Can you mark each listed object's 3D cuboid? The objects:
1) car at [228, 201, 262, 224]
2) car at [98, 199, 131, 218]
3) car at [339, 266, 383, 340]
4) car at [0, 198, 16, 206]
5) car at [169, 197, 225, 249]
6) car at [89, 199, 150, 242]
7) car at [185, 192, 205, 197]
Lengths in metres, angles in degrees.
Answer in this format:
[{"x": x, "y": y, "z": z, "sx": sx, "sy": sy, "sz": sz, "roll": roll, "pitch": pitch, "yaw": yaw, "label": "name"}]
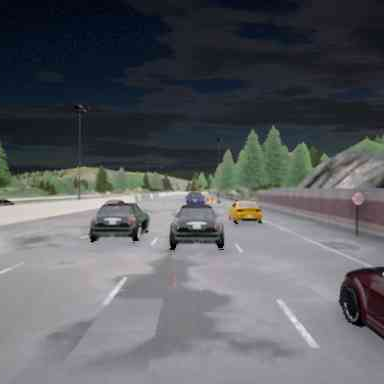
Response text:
[{"x": 3.755, "y": 1.379, "z": 24.029, "sx": 1.882, "sy": 1.535, "sz": 5.008, "roll": 0, "pitch": 0, "yaw": 0, "label": "car"}, {"x": -6.708, "y": 1.379, "z": 29.258, "sx": 1.812, "sy": 1.442, "sz": 4.674, "roll": 0, "pitch": 0, "yaw": 0, "label": "car"}, {"x": 3.646, "y": 1.553, "z": 4.343, "sx": 1.994, "sy": 1.385, "sz": 4.181, "roll": 0, "pitch": 0, "yaw": 0, "label": "car"}, {"x": -17.326, "y": 1.337, "z": 29.070, "sx": 1.837, "sy": 1.490, "sz": 4.892, "roll": 0, "pitch": 0, "yaw": 1, "label": "car"}, {"x": 0.193, "y": 1.287, "z": 14.376, "sx": 2.097, "sy": 1.767, "sz": 4.553, "roll": 0, "pitch": 0, "yaw": 0, "label": "car"}, {"x": -3.297, "y": 1.272, "z": 15.979, "sx": 2.097, "sy": 1.767, "sz": 4.553, "roll": 0, "pitch": 0, "yaw": 0, "label": "car"}, {"x": 0.359, "y": 1.050, "z": 38.723, "sx": 2.150, "sy": 2.045, "sz": 5.566, "roll": 0, "pitch": 0, "yaw": 0, "label": "car"}]
